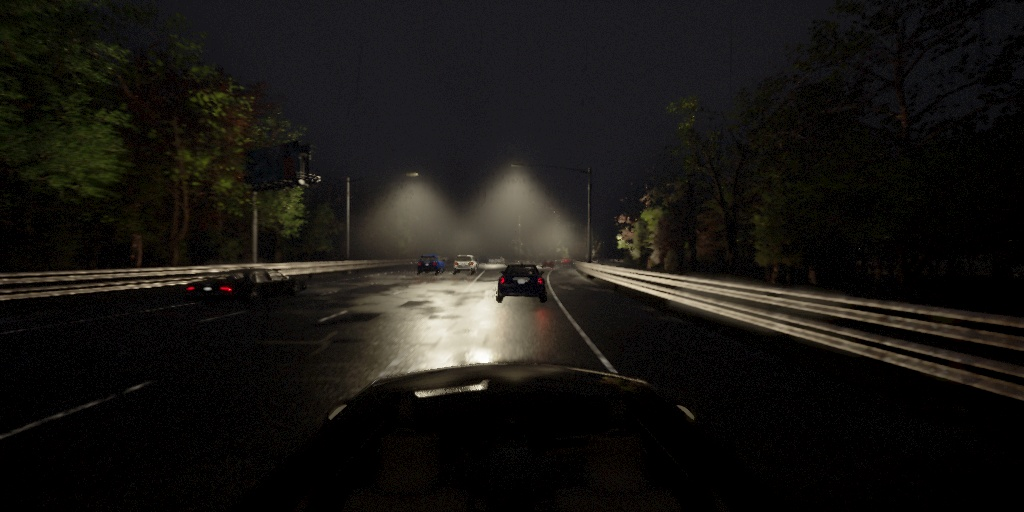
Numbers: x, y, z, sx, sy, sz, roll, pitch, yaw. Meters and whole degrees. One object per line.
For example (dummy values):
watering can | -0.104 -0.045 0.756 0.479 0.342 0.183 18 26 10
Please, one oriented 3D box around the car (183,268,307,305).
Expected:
car | -11.145 1.243 15.517 2.033 1.411 5.357 0 0 -2

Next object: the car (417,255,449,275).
car | -8.474 0.929 38.027 2.150 2.045 5.566 0 0 -2

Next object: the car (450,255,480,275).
car | -5.008 0.946 38.982 2.150 2.045 5.566 0 0 -2

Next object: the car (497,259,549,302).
car | 0.490 1.103 17.116 2.097 1.767 4.553 0 0 3
